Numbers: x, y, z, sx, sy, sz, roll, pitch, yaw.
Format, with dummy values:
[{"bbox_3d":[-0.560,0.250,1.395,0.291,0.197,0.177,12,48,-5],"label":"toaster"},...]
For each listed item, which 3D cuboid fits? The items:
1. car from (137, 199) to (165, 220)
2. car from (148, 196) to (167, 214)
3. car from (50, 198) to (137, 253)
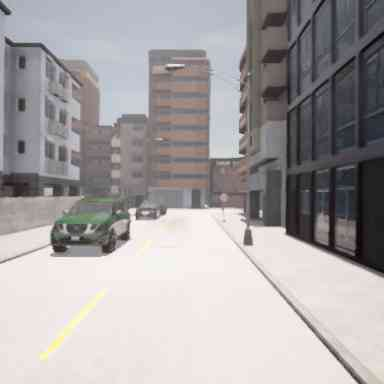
[{"bbox_3d":[-3.982,1.698,30.669,2.128,1.511,4.902,0,-1,0],"label":"car"},{"bbox_3d":[-3.971,1.481,37.090,2.150,2.045,5.566,0,0,0],"label":"car"},{"bbox_3d":[-4.085,1.305,14.428,2.150,2.045,5.566,0,-1,0],"label":"car"}]
